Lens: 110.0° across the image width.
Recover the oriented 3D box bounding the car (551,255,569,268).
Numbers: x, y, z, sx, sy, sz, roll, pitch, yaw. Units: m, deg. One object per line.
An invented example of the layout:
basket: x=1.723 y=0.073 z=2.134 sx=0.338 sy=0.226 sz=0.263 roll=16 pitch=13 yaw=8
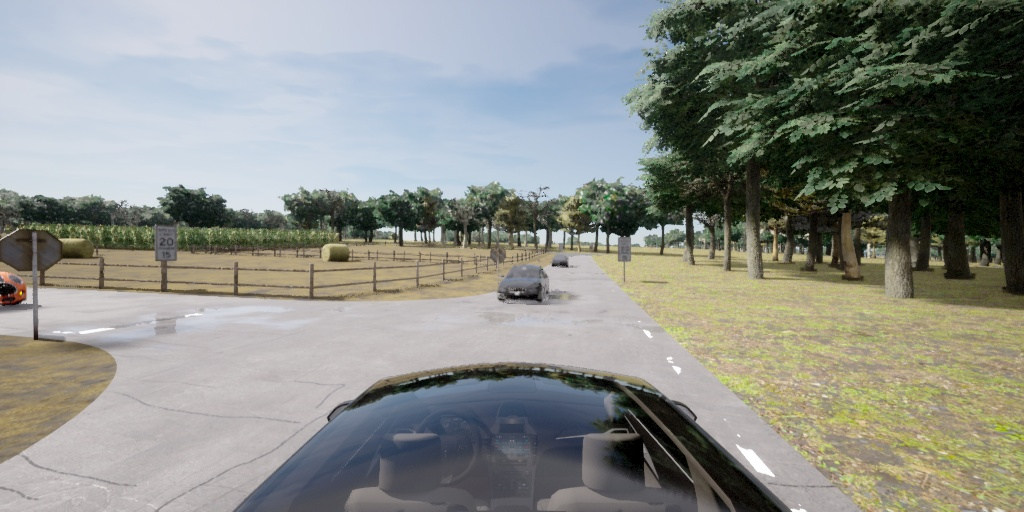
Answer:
car: x=5.789 y=0.603 z=42.959 sx=1.882 sy=1.535 sz=5.008 roll=0 pitch=1 yaw=11

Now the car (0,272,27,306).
car: x=-17.922 y=0.725 z=11.103 sx=4.553 sy=1.767 sz=2.097 roll=1 pitch=1 yaw=11

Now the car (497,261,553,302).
car: x=0.640 y=1.181 z=16.300 sx=1.837 sy=1.490 sz=4.892 roll=0 pitch=1 yaw=11
